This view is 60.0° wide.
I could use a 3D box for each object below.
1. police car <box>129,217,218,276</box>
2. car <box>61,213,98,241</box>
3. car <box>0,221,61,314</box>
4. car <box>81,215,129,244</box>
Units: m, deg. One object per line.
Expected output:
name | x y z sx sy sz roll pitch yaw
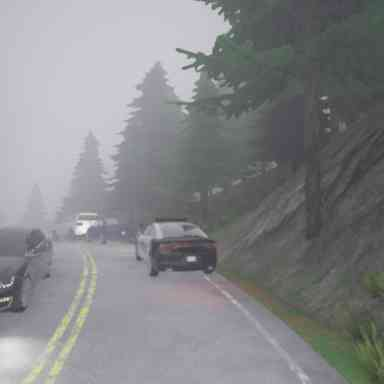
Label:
police car | -0.760 1.684 11.319 1.930 1.638 5.238 1 -3 -17
car | -9.050 2.779 26.068 2.150 2.045 5.566 4 -9 -41
car | -4.421 1.567 7.644 1.837 1.490 4.892 2 -2 -14
car | -5.200 2.393 20.898 1.882 1.535 5.008 1 -6 -32
